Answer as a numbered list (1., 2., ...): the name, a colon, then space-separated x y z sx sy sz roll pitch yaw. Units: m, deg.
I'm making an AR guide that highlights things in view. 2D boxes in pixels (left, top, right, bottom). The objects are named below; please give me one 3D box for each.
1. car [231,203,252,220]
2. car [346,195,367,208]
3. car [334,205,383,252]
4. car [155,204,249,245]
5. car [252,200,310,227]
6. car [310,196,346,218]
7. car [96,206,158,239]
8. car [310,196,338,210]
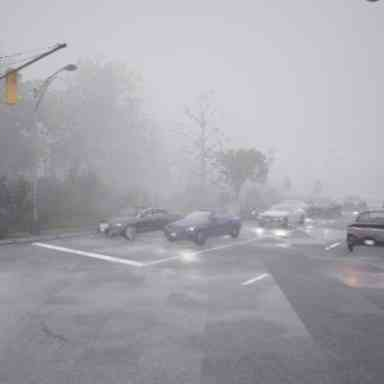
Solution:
1. car: 3.462 1.548 25.020 2.033 1.411 5.357 0 0 39
2. car: 18.455 1.178 38.109 2.097 1.767 4.553 0 1 40
3. car: 7.551 1.492 13.142 2.128 1.511 4.902 0 0 40
4. car: 0.662 1.530 15.926 1.812 1.442 4.674 0 0 39
5. car: 6.233 1.524 22.880 1.812 1.442 4.674 0 0 39
6. car: 12.096 1.426 30.187 1.882 1.535 5.008 0 1 39
7. car: -2.647 1.498 17.418 2.128 1.511 4.902 0 0 39
8. car: 16.322 1.317 41.027 1.837 1.490 4.892 0 1 39
